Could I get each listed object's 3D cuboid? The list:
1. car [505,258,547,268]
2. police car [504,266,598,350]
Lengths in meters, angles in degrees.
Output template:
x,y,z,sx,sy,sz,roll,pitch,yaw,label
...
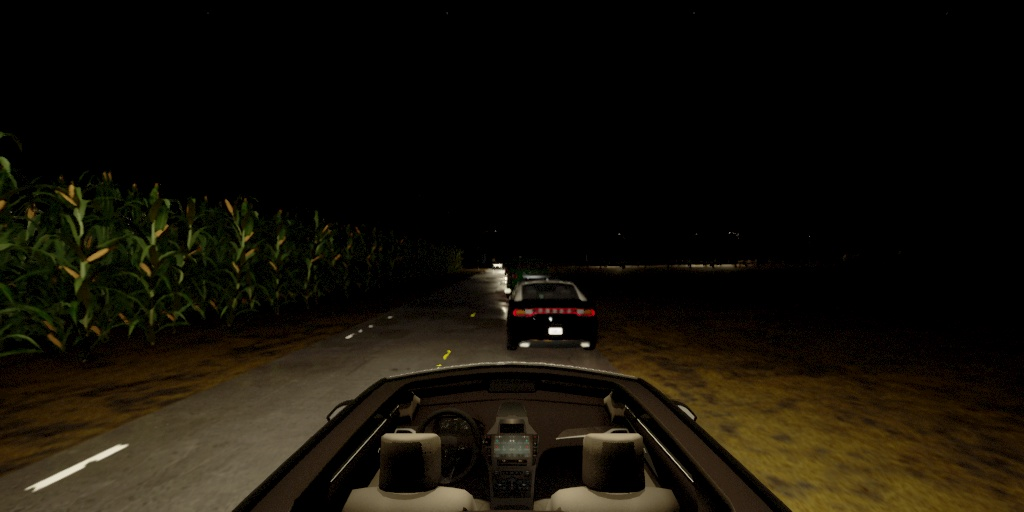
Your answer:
x,y,z,sx,sy,sz,roll,pitch,yaw,label
0.821,1.108,19.259,2.150,2.045,5.566,0,-1,0,car
0.823,1.228,9.336,1.930,1.638,5.238,0,0,0,police car
